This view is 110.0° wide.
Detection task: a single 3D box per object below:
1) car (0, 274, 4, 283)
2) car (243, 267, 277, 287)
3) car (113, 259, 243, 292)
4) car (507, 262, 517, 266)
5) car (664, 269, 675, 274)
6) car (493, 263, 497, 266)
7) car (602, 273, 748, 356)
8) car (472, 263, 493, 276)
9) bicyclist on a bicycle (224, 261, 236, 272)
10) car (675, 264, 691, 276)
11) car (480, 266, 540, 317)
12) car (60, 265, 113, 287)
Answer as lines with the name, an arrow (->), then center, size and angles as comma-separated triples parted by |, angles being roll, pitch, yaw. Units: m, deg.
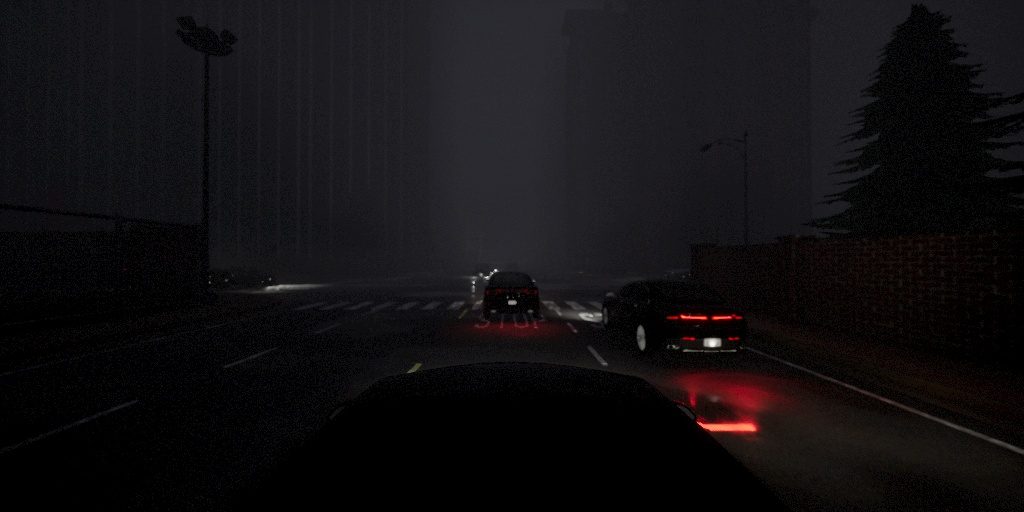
car -> -34.594, 1.084, 21.651 | 5.566, 2.045, 2.150 | 0, 0, 0
car -> -18.996, 1.456, 25.191 | 4.181, 1.385, 1.994 | 0, 0, 0
car -> -20.000, 1.078, 21.665 | 5.566, 2.045, 2.150 | 1, 0, 0
car -> 0.020, 1.747, 63.621 | 1.882, 1.535, 5.008 | 0, -1, 0
car -> 16.260, 1.478, 32.521 | 4.674, 1.442, 1.812 | 0, 0, 0
car -> -3.653, 1.710, 53.449 | 1.812, 1.442, 4.674 | 0, 0, 0
car -> 3.571, 1.314, 8.803 | 1.837, 1.490, 4.892 | 0, 0, 0
car -> -3.643, 1.625, 43.283 | 1.812, 1.442, 4.674 | 0, 0, 0
bicyclist on a bicycle -> -29.213, 1.294, 37.147 | 0.582, 1.620, 1.656 | 0, 0, 0
car -> 16.287, 1.428, 29.028 | 4.892, 1.490, 1.837 | 0, 0, -1
car -> -0.079, 1.328, 13.729 | 1.882, 1.535, 5.008 | 0, 0, -2
car -> -28.440, 1.370, 25.165 | 5.008, 1.535, 1.882 | 0, 0, 0
